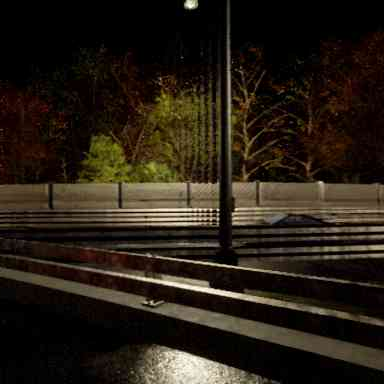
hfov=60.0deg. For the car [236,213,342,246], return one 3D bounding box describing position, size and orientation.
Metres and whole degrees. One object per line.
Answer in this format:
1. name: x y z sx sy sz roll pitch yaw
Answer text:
1. car: 3.854 1.574 13.638 4.181 1.385 1.994 0 0 -7
